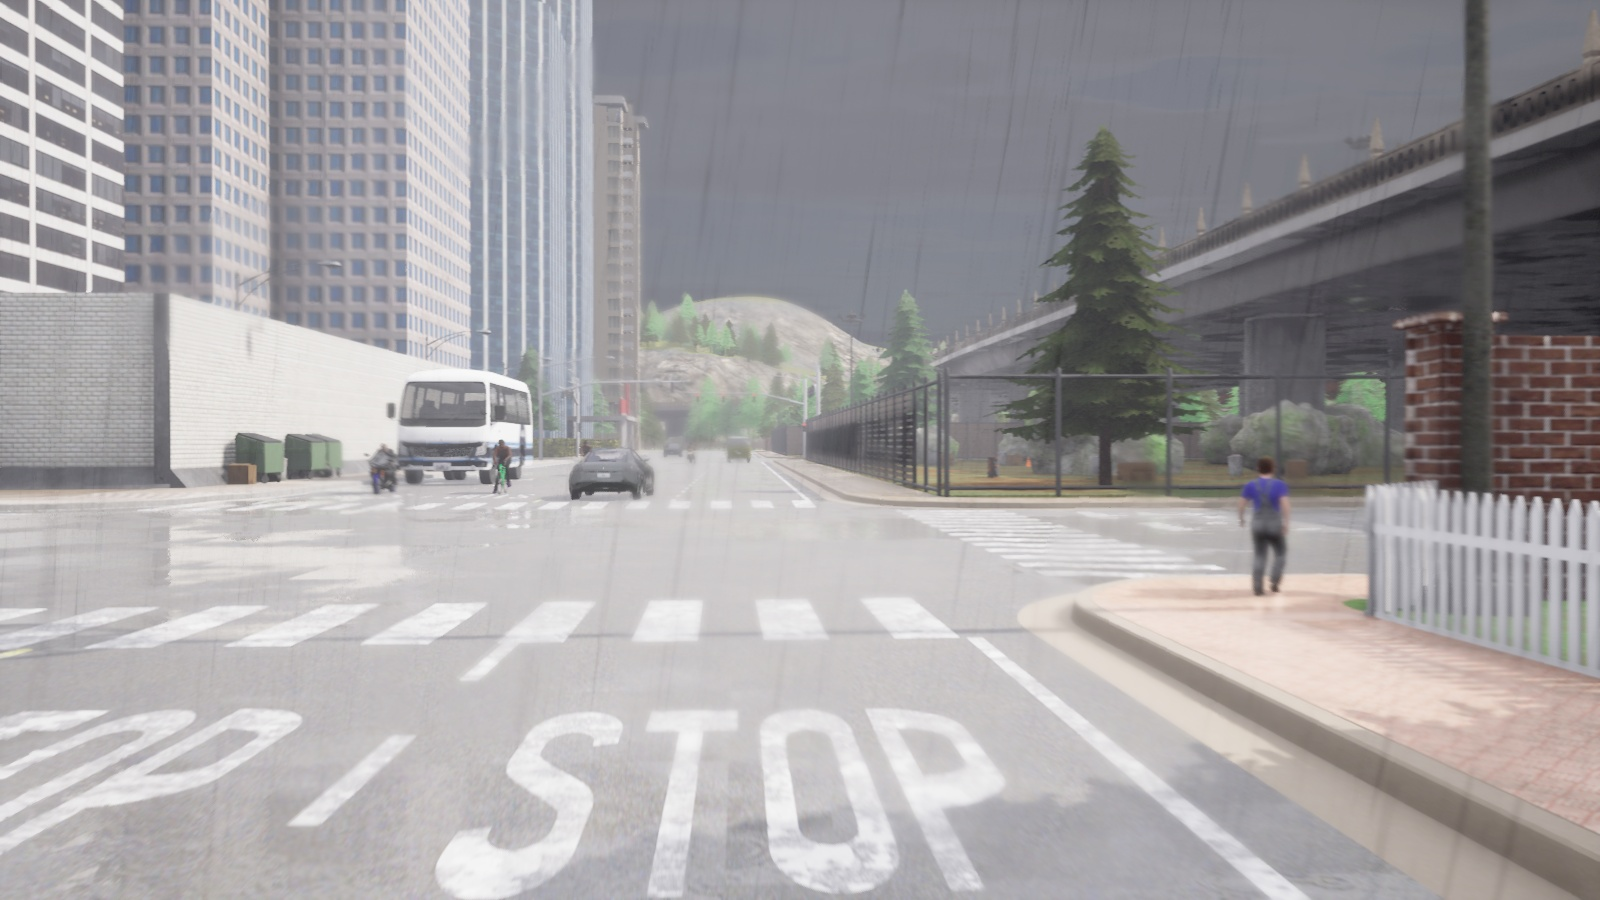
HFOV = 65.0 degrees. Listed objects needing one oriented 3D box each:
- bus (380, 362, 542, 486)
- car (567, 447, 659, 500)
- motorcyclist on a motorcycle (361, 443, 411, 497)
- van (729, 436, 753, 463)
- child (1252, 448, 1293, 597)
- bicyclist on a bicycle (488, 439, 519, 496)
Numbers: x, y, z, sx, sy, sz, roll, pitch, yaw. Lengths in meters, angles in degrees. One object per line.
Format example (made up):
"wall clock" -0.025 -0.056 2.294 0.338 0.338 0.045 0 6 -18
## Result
"bus" -12.765 -0.905 48.583 3.944 4.253 10.273 0 0 -3
"car" -5.114 0.612 34.840 1.994 1.385 4.181 0 0 -1
"motorcyclist on a motorcycle" -12.222 0.571 37.139 0.866 1.530 2.191 0 0 -3
"van" -4.430 -0.034 94.558 1.775 1.987 4.442 0 0 -3
"child" 4.084 0.612 10.856 0.270 1.263 0.437 0 0 29
"bicyclist on a bicycle" -8.708 0.490 36.922 0.582 1.620 1.656 0 1 -3
